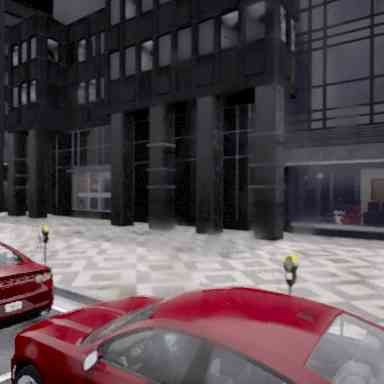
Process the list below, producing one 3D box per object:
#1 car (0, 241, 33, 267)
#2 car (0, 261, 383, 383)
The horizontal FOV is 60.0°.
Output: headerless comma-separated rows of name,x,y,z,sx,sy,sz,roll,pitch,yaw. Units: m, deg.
car,-4.378,1.501,6.088,4.507,1.381,1.887,0,0,36
car,0.210,1.536,2.813,4.507,1.381,1.887,0,0,36
